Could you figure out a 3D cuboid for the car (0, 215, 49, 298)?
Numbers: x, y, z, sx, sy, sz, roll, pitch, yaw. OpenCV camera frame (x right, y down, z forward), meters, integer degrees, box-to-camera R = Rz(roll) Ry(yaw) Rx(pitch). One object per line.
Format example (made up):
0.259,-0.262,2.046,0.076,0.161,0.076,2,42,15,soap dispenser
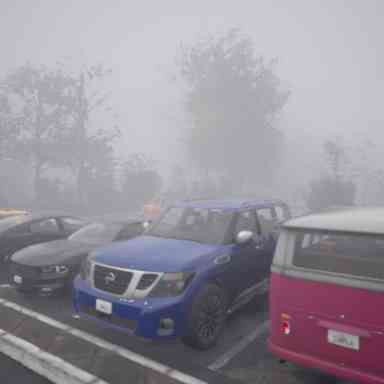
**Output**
-1.851,1.391,8.372,2.097,1.535,5.008,1,1,36,car

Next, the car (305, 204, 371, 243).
7.609,1.458,17.024,2.163,1.488,4.792,1,1,36,car

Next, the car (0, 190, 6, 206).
-27.009,0.721,42.173,2.435,2.045,5.566,1,1,35,car

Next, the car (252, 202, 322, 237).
5.437,1.391,18.624,2.231,1.521,4.892,1,1,36,car

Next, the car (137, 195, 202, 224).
-1.471,1.145,23.524,2.185,1.767,4.553,1,1,36,car

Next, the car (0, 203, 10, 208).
-6.341,1.309,11.807,1.946,1.575,5.366,1,1,36,car

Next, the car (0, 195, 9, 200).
-24.776,0.891,40.510,2.185,1.767,4.553,1,1,35,car

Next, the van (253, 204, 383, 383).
2.811,1.245,5.171,1.878,1.987,4.442,1,1,36,van

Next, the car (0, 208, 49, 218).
-4.154,1.351,10.007,2.097,1.535,5.008,1,1,36,car

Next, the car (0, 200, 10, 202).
-11.043,1.272,14.947,2.002,1.452,4.674,1,1,36,car

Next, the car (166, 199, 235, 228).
0.738,1.309,21.975,2.097,1.535,5.008,1,1,36,car

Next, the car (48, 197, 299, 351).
0.430,1.180,6.697,2.435,2.045,5.566,1,1,36,car
